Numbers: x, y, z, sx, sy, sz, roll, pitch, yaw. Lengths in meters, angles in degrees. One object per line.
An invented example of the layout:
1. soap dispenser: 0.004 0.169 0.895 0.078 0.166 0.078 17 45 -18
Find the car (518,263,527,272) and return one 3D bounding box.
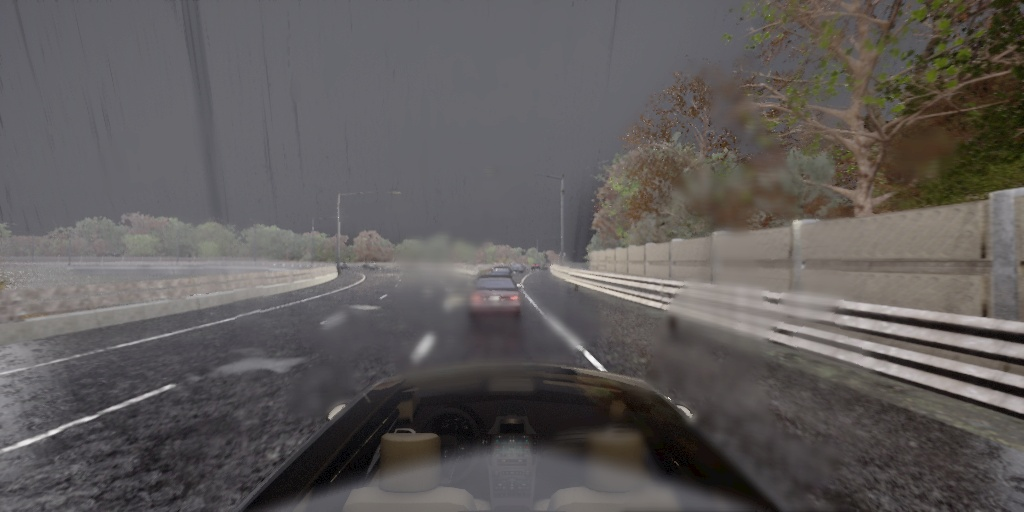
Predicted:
1. car: 0.891 1.741 49.777 2.033 1.411 5.357 0 -1 8

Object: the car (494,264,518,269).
1. car: -0.786 1.545 28.314 2.033 1.411 5.357 0 -1 1

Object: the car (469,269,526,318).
1. car: -0.619 1.409 13.574 2.033 1.411 5.357 0 0 -3
